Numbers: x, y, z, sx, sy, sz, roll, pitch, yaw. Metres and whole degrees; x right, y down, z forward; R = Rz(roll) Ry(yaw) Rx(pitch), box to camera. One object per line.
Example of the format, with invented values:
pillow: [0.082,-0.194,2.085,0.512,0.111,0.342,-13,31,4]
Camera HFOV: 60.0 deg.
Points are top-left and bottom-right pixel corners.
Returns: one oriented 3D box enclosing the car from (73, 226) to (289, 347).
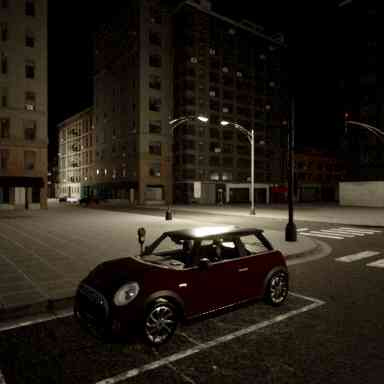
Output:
car: [-0.052,1.440,6.265,4.097,1.590,1.967,0,0,-38]

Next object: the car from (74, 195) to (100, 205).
car: [-15.842,1.218,51.149,2.128,1.511,4.902,0,0,-38]

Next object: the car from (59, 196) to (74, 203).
car: [-22.165,1.272,59.248,1.895,1.301,4.718,0,0,-39]
